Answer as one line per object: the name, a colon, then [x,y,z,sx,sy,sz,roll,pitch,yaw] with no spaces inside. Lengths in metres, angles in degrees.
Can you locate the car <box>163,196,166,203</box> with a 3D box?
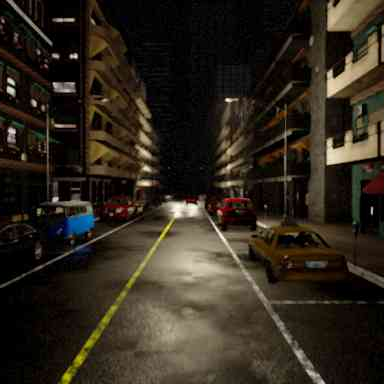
car: [-5.748,1.524,54.104,1.802,1.307,4.206,-1,0,0]

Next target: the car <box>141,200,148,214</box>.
car: [-5.736,1.516,31.696,2.008,1.369,4.403,-1,0,0]

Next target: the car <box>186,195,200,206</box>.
car: [-0.048,1.447,54.467,1.837,1.490,4.892,0,0,0]

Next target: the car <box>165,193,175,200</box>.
car: [-5.781,1.225,87.716,2.192,1.841,5.009,-1,0,0]

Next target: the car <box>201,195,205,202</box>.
car: [2.639,1.269,42.878,2.192,1.841,5.009,-1,0,0]

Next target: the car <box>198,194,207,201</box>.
car: [2.606,1.356,82.093,1.967,1.590,4.097,-1,0,0]

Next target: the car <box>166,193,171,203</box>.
car: [-5.758,1.482,65.308,2.008,1.369,4.403,-1,0,0]

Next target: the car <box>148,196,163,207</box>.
car: [-5.743,1.530,48.502,1.802,1.307,4.206,-1,0,0]

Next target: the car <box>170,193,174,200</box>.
car: [-5.767,1.471,76.512,2.008,1.369,4.403,-1,0,0]

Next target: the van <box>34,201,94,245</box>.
van: [-5.683,1.324,14.889,1.690,1.788,3.998,-1,0,0]

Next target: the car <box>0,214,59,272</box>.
car: [-5.676,1.540,9.287,2.008,1.369,4.403,-1,0,0]

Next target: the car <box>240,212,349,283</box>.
car: [2.671,1.515,9.436,1.752,1.417,4.829,-1,0,0]

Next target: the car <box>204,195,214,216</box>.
car: [2.649,1.281,31.674,2.192,1.841,5.009,-1,0,0]

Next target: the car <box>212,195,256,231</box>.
car: [2.659,1.293,20.470,2.192,1.841,5.009,-1,0,0]

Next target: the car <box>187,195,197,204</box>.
car: [-0.057,1.434,64.705,1.837,1.490,4.892,0,0,0]

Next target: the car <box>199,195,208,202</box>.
car: [2.613,1.487,76.491,1.947,1.339,4.313,-1,0,0]

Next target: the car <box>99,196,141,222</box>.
car: [-5.716,1.286,26.093,2.192,1.841,5.009,-1,0,0]
